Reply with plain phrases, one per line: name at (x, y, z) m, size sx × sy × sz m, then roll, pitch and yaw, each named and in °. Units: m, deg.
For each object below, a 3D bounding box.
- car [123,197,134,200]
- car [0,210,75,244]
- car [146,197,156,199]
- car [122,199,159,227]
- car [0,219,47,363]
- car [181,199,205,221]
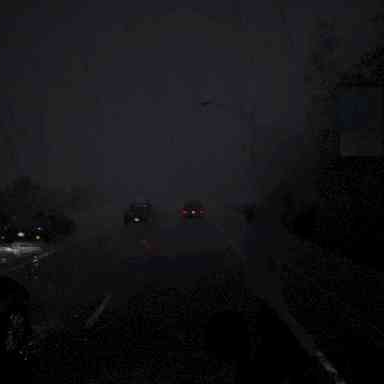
car at (-10.663, 1.521, 56.559) m, size 1.812 × 1.442 × 4.674 m, roll 0°, pitch 0°, yaw -1°
car at (-7.100, 1.563, 15.765) m, size 1.994 × 1.385 × 4.181 m, roll 0°, pitch 0°, yaw 0°
car at (-7.167, 1.596, 57.838) m, size 1.895 × 1.301 × 4.718 m, roll 0°, pitch 0°, yaw -1°
car at (-3.399, 1.490, 22.875) m, size 2.128 × 1.511 × 4.902 m, roll 0°, pitch 0°, yaw 0°
car at (-3.401, 1.352, 3.041) m, size 2.097 × 1.767 × 4.553 m, roll 0°, pitch 0°, yaw 0°
car at (0.100, 1.545, 27.109) m, size 2.033 × 1.411 × 5.357 m, roll 0°, pitch 0°, yaw 0°
